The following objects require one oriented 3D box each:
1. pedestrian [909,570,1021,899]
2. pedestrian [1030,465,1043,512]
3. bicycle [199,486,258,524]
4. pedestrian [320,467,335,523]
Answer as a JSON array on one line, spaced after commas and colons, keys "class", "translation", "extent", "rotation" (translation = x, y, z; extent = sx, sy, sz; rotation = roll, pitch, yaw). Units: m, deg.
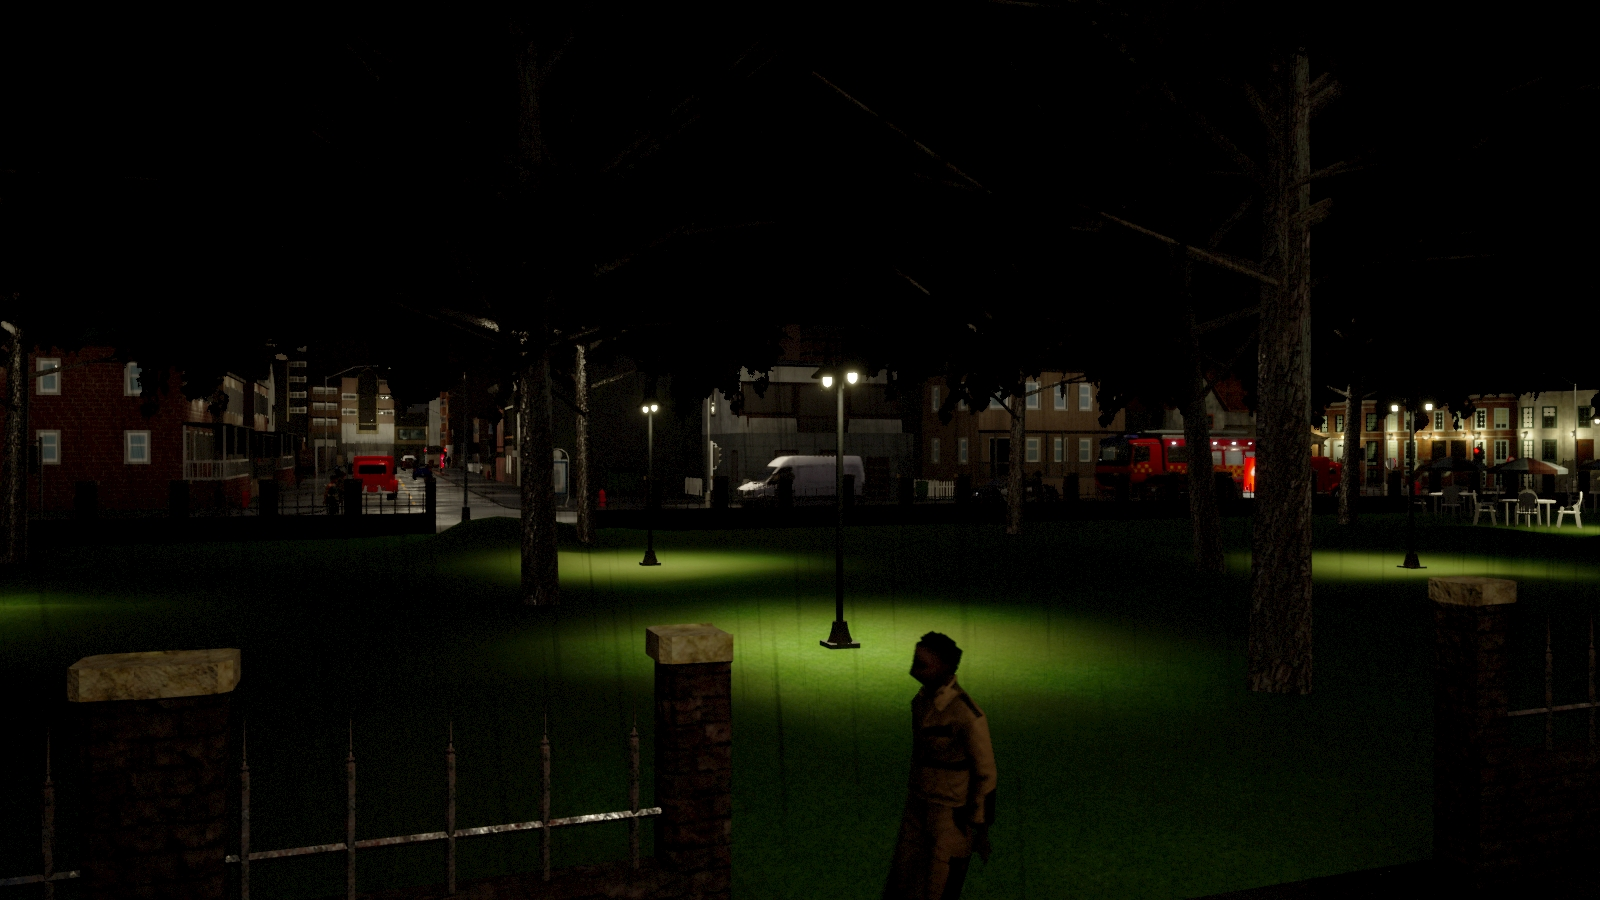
[{"class": "pedestrian", "translation": [0.781, 1.525, 5.420], "extent": [0.375, 1.860, 0.375], "rotation": [0, 0, -30]}, {"class": "pedestrian", "translation": [9.446, 1.525, 45.573], "extent": [0.375, 1.860, 0.375], "rotation": [0, 0, -21]}, {"class": "bicycle", "translation": [-20.186, 1.940, 40.407], "extent": [1.835, 1.271, 0.329], "rotation": [0, 0, -20]}, {"class": "pedestrian", "translation": [-16.049, 1.525, 38.839], "extent": [0.375, 1.860, 0.375], "rotation": [0, 0, -4]}]
